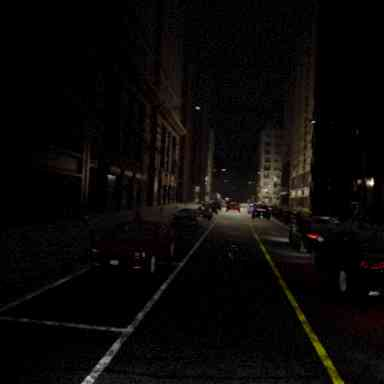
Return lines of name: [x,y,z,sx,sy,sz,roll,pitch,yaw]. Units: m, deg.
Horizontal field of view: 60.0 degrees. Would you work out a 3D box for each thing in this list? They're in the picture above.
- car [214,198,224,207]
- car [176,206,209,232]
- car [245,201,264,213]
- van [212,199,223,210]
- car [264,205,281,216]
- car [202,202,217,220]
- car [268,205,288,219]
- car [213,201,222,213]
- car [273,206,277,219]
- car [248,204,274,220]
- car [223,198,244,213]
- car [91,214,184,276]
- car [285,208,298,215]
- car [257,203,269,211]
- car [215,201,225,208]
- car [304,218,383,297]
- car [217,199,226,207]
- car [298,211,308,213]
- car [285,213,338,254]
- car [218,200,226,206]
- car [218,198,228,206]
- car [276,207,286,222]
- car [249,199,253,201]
car: [4.022,2.225,55.312,1.967,1.590,4.097,3,0,7]
car: [-0.258,1.782,21.840,2.008,1.369,4.403,3,-1,7]
car: [8.936,2.491,47.700,2.033,1.411,5.357,3,-1,7]
van: [4.741,2.215,60.891,1.690,1.788,3.998,3,0,7]
car: [11.750,2.654,48.654,1.947,1.339,4.313,3,0,7]
car: [1.146,1.942,32.828,1.752,1.417,4.829,3,-1,7]
car: [11.039,2.542,43.075,1.887,1.381,4.507,3,-1,7]
car: [2.589,2.185,44.154,1.802,1.307,4.206,3,-1,7]
car: [10.327,2.450,37.496,1.887,1.381,4.507,3,-1,7]
car: [7.634,2.374,37.181,1.895,1.301,4.718,3,-1,8]
car: [6.431,2.084,51.632,2.150,2.045,5.566,3,-1,7]
car: [-1.682,1.585,10.684,1.887,1.381,4.507,3,-1,7]
car: [8.902,2.264,26.339,1.887,1.381,4.507,3,-1,7]
car: [13.889,2.902,65.390,1.887,1.381,4.507,3,0,7]
car: [6.152,2.618,72.046,1.947,1.339,4.313,3,0,7]
car: [4.800,1.815,9.437,1.882,1.535,5.008,3,-1,7]
car: [6.872,2.581,77.625,1.967,1.590,4.097,3,0,7]
car: [8.190,2.176,20.760,2.008,1.369,4.403,3,-1,7]
car: [5.714,1.973,15.371,1.812,1.442,4.674,3,-1,7]
car: [7.558,2.752,83.035,1.752,1.417,4.829,3,0,7]
car: [8.305,2.633,88.783,2.192,1.841,5.009,3,0,7]
car: [9.614,2.358,31.917,1.887,1.381,4.507,3,-1,7]
car: [16.739,3.262,87.704,2.008,1.369,4.403,3,0,7]
